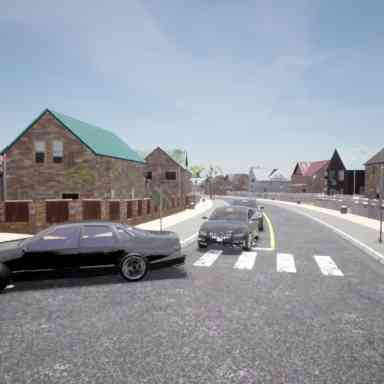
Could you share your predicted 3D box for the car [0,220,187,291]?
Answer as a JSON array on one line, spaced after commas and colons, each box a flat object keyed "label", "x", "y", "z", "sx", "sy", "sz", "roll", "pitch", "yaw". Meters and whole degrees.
[{"label": "car", "x": -2.865, "y": 1.436, "z": 8.370, "sx": 5.357, "sy": 1.411, "sz": 2.033, "roll": -1, "pitch": 1, "yaw": -13}]

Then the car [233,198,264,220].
[{"label": "car", "x": 3.049, "y": 1.143, "z": 19.225, "sx": 2.097, "sy": 1.767, "sz": 4.553, "roll": 1, "pitch": 1, "yaw": 11}]

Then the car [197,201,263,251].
[{"label": "car", "x": 1.624, "y": 1.338, "z": 13.500, "sx": 1.837, "sy": 1.490, "sz": 4.892, "roll": 1, "pitch": 1, "yaw": 17}]
